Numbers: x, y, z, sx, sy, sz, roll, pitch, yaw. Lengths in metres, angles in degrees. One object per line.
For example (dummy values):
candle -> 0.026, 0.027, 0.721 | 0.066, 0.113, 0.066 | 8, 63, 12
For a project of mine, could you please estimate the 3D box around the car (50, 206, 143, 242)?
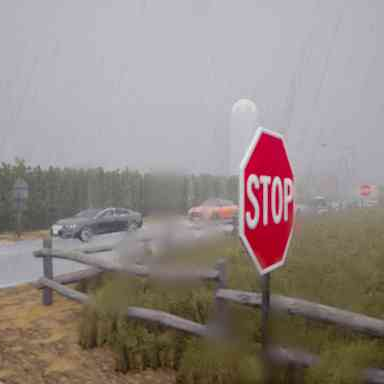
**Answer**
car -> -4.567, 1.491, 16.589 | 2.128, 1.511, 4.902 | 0, 0, 36

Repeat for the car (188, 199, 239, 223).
car -> 1.668, 1.343, 25.242 | 2.097, 1.767, 4.553 | 0, 0, 37

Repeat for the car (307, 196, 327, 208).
car -> 16.629, 1.303, 44.321 | 1.837, 1.490, 4.892 | 0, 1, 11
